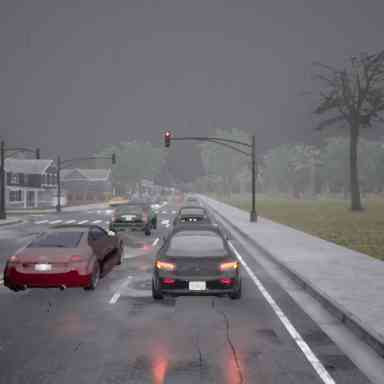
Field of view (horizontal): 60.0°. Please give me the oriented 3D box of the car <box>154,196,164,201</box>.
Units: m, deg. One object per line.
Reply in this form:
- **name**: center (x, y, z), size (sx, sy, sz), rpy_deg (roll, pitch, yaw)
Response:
- **car**: center (-6.591, 1.468, 58.282), size (2.128, 1.511, 4.902), rpy_deg (0, 0, 0)

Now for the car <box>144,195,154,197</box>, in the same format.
- **car**: center (-6.604, 1.490, 44.405), size (1.837, 1.490, 4.892), rpy_deg (0, 1, 0)

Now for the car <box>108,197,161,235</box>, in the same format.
- **car**: center (-3.164, 1.351, 18.656), size (2.097, 1.767, 4.553), rpy_deg (0, 0, 0)

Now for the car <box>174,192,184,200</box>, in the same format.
- **car**: center (-3.268, 1.029, 85.070), size (2.150, 2.045, 5.566), rpy_deg (0, 0, 0)

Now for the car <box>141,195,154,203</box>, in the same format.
- **car**: center (-9.765, 1.489, 73.439), size (2.128, 1.511, 4.902), rpy_deg (0, 0, 0)

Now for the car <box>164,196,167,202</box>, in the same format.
- **car**: center (-6.515, 1.516, 73.299), size (1.994, 1.385, 4.181), rpy_deg (0, 0, 0)

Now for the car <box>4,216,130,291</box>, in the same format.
- **car**: center (-3.147, 1.563, 9.023), size (1.994, 1.385, 4.181), rpy_deg (0, 0, 0)

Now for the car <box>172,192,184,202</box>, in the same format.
- **car**: center (-3.266, 1.311, 75.006), size (2.097, 1.767, 4.553), rpy_deg (0, 0, 0)

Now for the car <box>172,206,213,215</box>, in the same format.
- **car**: center (0.031, 1.504, 17.424), size (1.837, 1.490, 4.892), rpy_deg (0, 0, 1)

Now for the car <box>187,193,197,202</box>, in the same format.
- **car**: center (-0.016, 1.508, 75.036), size (1.994, 1.385, 4.181), rpy_deg (0, 0, 0)

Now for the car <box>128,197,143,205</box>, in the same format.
- **car**: center (-9.840, 1.541, 58.160), size (1.994, 1.385, 4.181), rpy_deg (0, 0, 0)

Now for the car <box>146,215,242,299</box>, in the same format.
- **car**: center (0.099, 1.525, 8.295), size (1.812, 1.442, 4.674), rpy_deg (0, 0, 0)
